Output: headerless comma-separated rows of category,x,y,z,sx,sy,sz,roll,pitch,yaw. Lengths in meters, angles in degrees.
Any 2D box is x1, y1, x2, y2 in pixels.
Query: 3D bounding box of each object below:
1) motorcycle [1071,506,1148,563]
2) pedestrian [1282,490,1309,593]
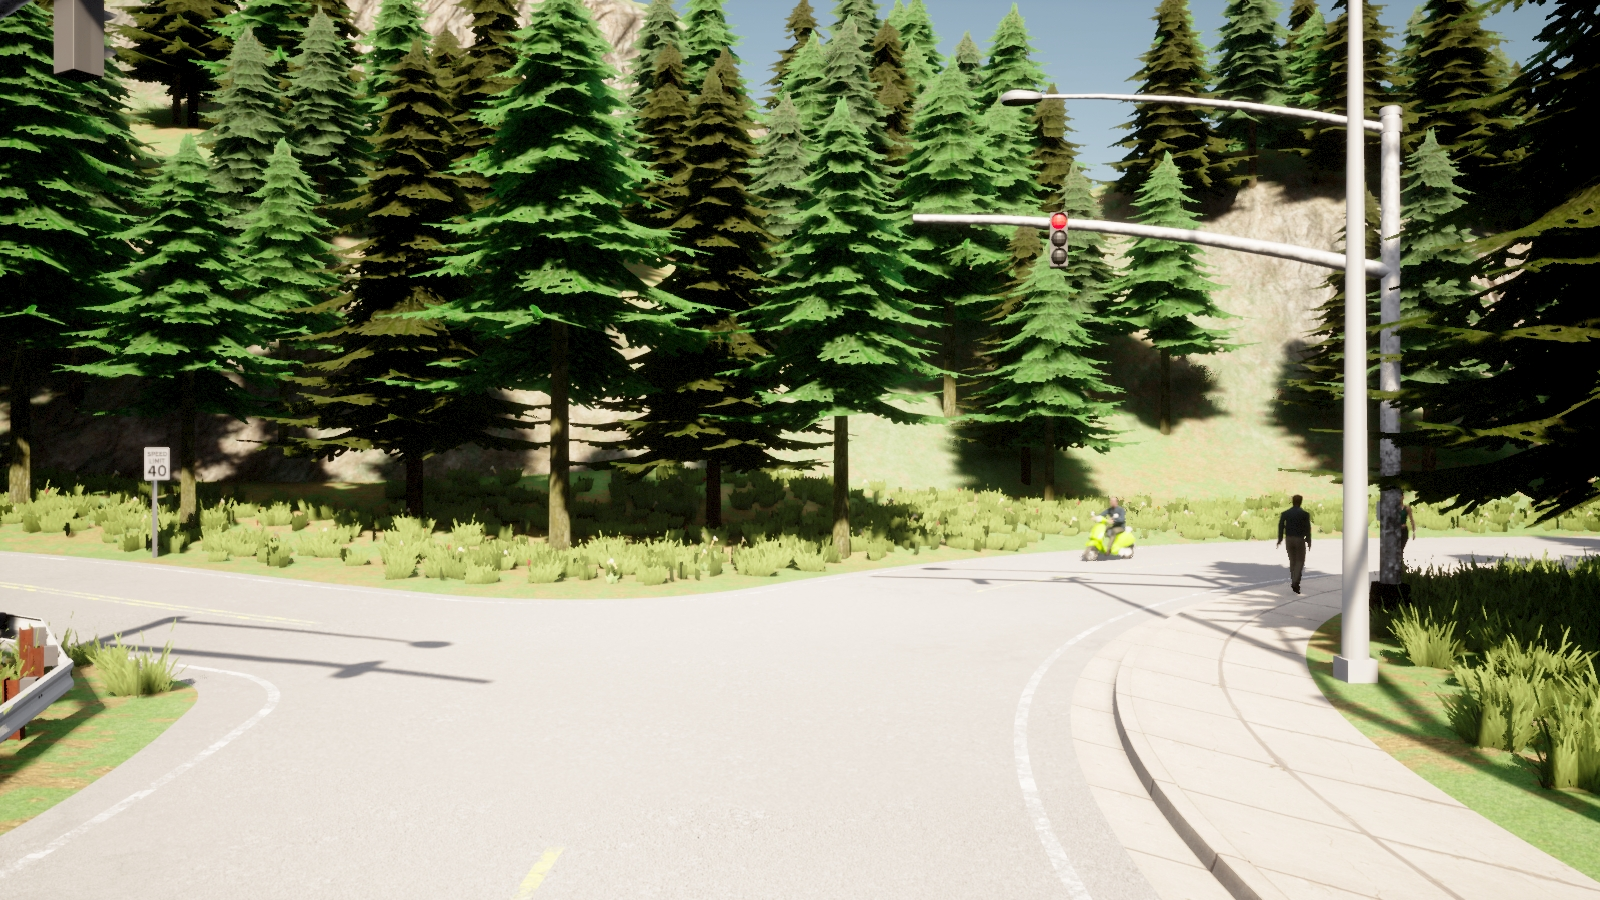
motorcycle,7.831,2.113,28.852,1.805,1.316,0.856,0,1,-32
pedestrian,9.139,1.668,21.059,0.375,1.860,0.375,0,0,39
